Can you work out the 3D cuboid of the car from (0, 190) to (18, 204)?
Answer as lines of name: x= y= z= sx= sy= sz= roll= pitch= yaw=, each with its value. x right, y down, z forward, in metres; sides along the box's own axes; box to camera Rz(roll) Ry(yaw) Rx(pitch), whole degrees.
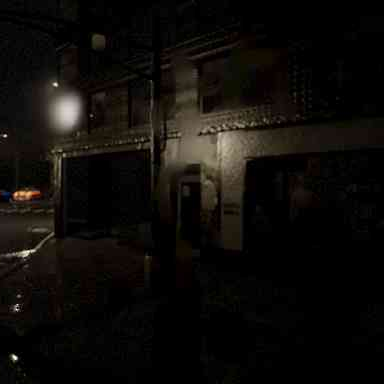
car: x=-20.169 y=0.546 z=34.088 sx=1.882 sy=1.535 sz=5.008 roll=0 pitch=1 yaw=-7

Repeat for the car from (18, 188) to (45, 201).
car: x=-21.331 y=0.213 z=43.229 sx=2.097 sy=1.767 sz=4.553 roll=0 pitch=1 yaw=-7

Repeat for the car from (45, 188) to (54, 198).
car: x=-22.571 y=0.133 z=53.124 sx=1.882 sy=1.535 sz=5.008 roll=0 pitch=1 yaw=-7
